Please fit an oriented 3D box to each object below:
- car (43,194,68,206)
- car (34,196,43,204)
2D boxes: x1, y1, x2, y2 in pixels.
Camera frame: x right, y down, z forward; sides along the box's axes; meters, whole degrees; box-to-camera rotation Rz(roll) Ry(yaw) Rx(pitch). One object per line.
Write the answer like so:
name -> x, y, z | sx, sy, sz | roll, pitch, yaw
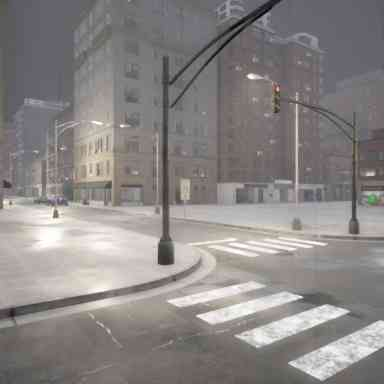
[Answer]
car -> -19.612, 1.117, 48.219 | 2.097, 1.767, 4.553 | 0, 0, -36
car -> -25.409, 1.285, 56.331 | 1.994, 1.385, 4.181 | 0, 0, -36
